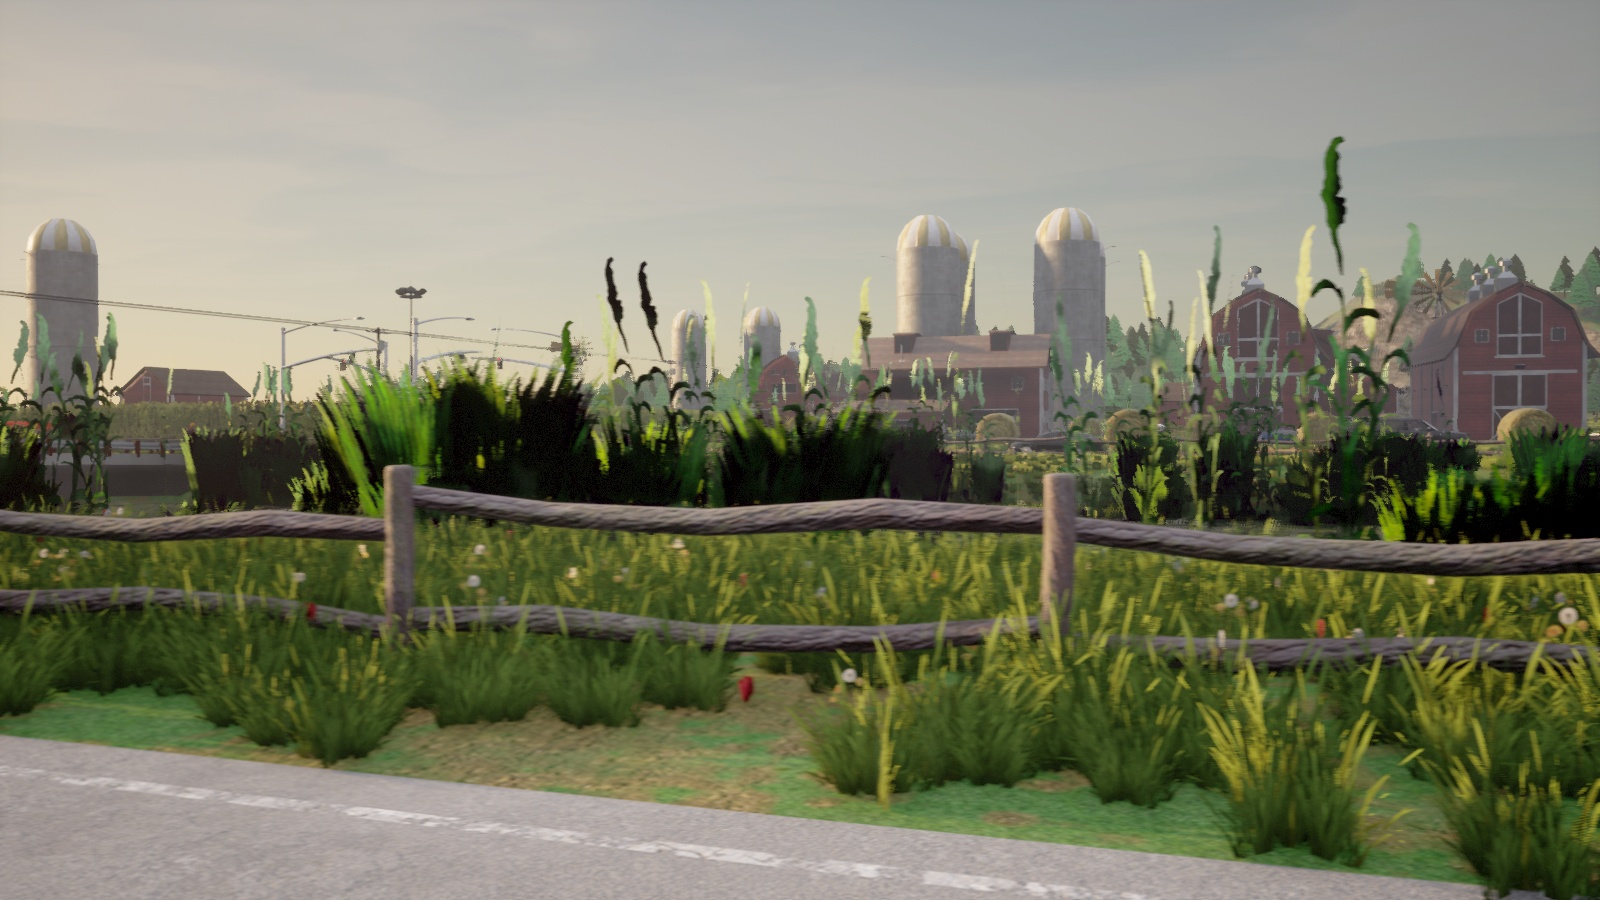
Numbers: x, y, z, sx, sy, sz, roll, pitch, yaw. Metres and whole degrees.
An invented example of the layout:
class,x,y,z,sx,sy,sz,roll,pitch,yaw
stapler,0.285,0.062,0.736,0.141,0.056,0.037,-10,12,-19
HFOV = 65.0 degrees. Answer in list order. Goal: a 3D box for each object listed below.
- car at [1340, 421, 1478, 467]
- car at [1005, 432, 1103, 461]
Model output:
class,x,y,z,sx,sy,sz,roll,pitch,yaw
car,28.141,-0.305,58.265,5.566,2.045,2.150,1,1,20
car,13.586,-0.216,67.191,4.892,1.490,1.837,1,1,20
